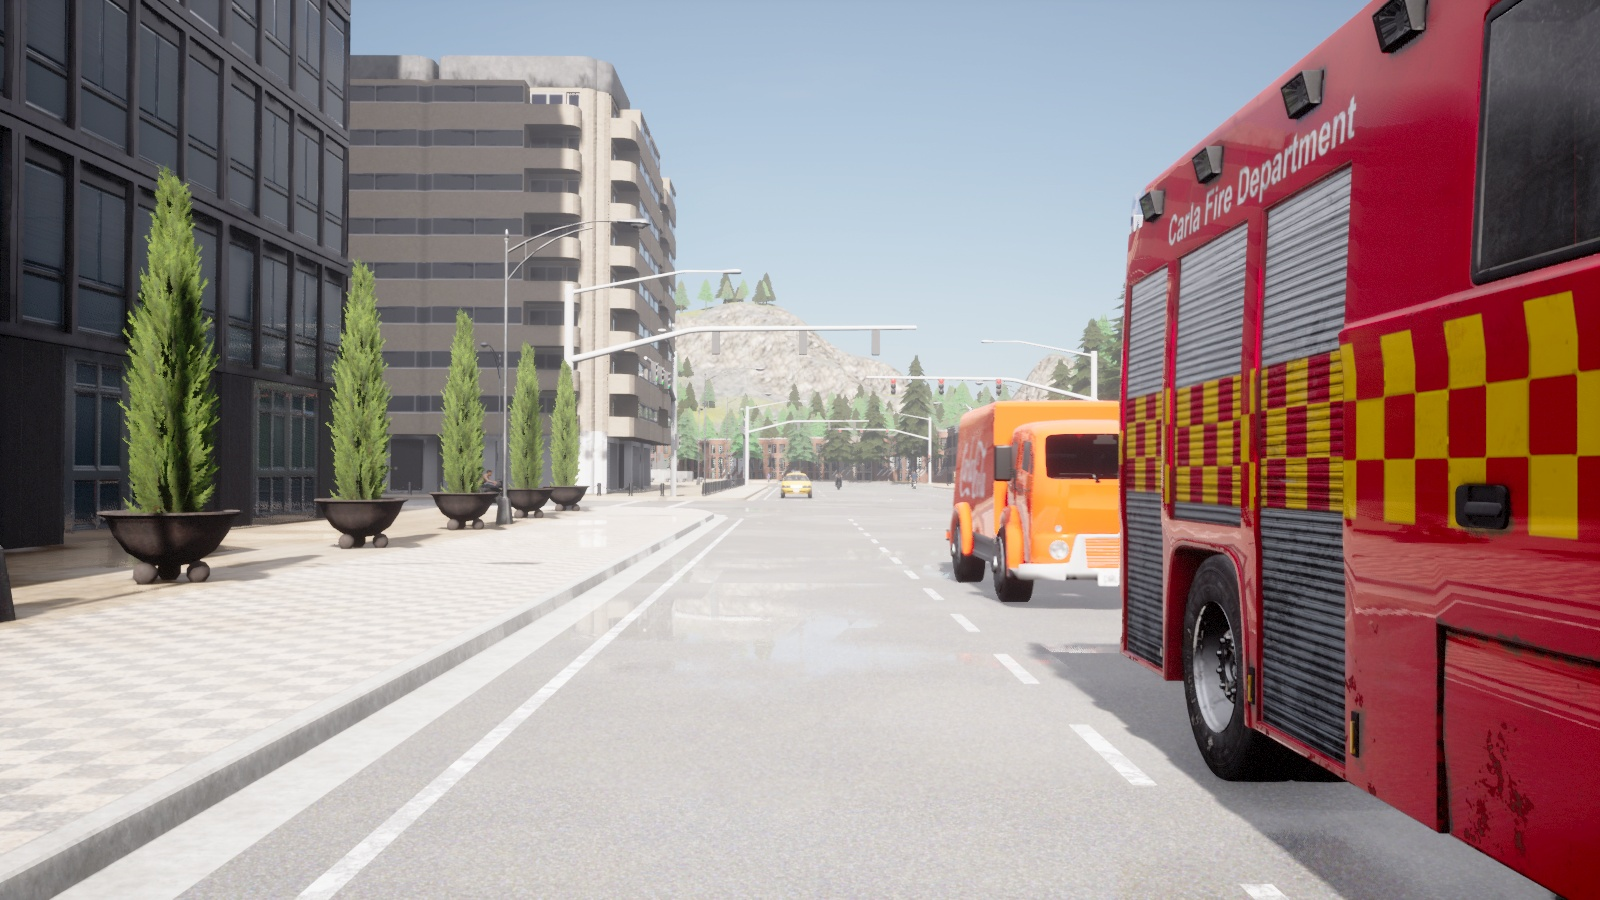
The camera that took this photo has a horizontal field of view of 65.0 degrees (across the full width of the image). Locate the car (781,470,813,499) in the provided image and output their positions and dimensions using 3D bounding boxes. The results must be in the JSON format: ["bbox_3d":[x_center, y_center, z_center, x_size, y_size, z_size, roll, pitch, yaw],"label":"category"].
[{"bbox_3d":[-0.191,1.982,73.270,1.801,1.575,5.366,0,-1,0],"label":"car"}]

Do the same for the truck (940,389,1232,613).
[{"bbox_3d":[3.461,0.582,16.511,2.627,2.467,5.204,0,0,0],"label":"truck"}]

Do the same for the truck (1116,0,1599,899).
[{"bbox_3d":[3.485,-0.301,3.774,2.891,3.827,8.468,0,-1,0],"label":"truck"}]

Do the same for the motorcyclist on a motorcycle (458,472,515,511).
[{"bbox_3d":[-12.415,1.626,49.796,2.044,1.523,0.797,0,-1,0],"label":"motorcyclist on a motorcycle"}]
